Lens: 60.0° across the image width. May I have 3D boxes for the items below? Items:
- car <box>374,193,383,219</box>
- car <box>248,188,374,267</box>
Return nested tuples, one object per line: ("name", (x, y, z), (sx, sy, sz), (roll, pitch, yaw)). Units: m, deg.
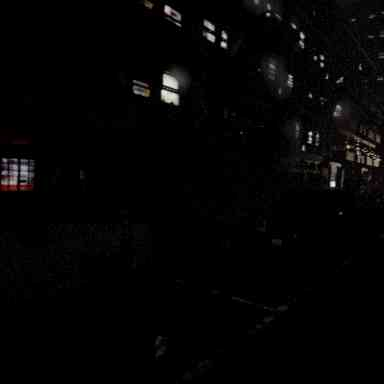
("car", (10.707, 0.824, 18.971), (2.008, 1.369, 4.403), (5, 4, 38))
("car", (3.640, 0.840, 10.046), (2.192, 1.841, 5.009), (5, 5, 38))
